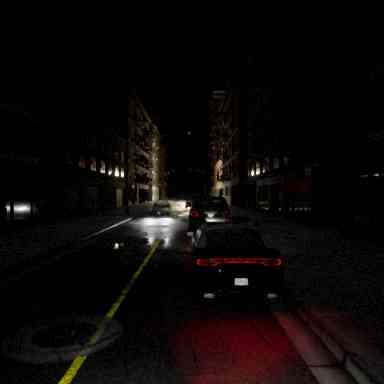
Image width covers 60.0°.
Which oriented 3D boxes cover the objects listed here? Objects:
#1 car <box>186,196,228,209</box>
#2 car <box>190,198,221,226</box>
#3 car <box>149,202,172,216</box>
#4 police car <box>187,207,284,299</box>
[{"bbox_3d":[0.896,1.231,18.554,2.150,2.045,5.566,0,0,0],"label":"car"},{"bbox_3d":[0.894,1.360,24.494,2.097,1.767,4.553,0,0,0],"label":"car"},{"bbox_3d":[-3.007,1.616,32.413,1.895,1.301,4.718,0,0,0],"label":"car"},{"bbox_3d":[0.898,1.427,8.633,1.930,1.638,5.238,0,0,0],"label":"police car"}]
